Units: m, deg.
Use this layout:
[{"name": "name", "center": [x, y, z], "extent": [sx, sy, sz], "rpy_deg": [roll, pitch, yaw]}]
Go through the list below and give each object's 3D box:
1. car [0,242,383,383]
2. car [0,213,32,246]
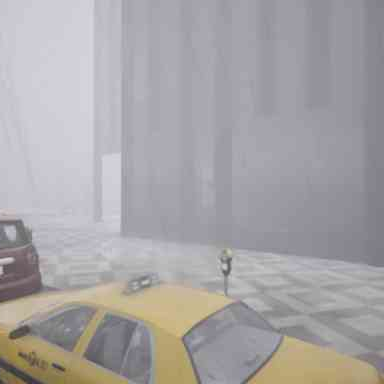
[{"name": "car", "center": [-0.701, 1.524, 3.464], "extent": [4.829, 1.417, 1.752], "rpy_deg": [0, 0, 36]}, {"name": "car", "center": [-4.978, 1.311, 6.518], "extent": [5.009, 1.841, 2.192], "rpy_deg": [0, 0, 36]}]
